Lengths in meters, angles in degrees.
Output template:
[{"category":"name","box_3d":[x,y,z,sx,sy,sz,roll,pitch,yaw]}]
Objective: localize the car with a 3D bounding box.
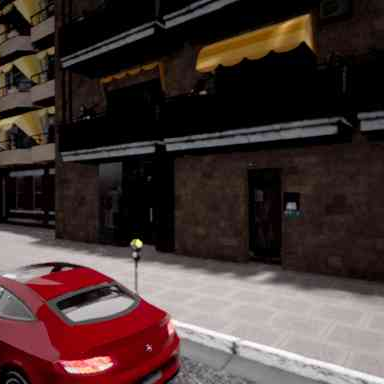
[{"category":"car","box_3d":[-2.067,1.603,4.347,4.206,1.307,1.802,0,0,35]}]
